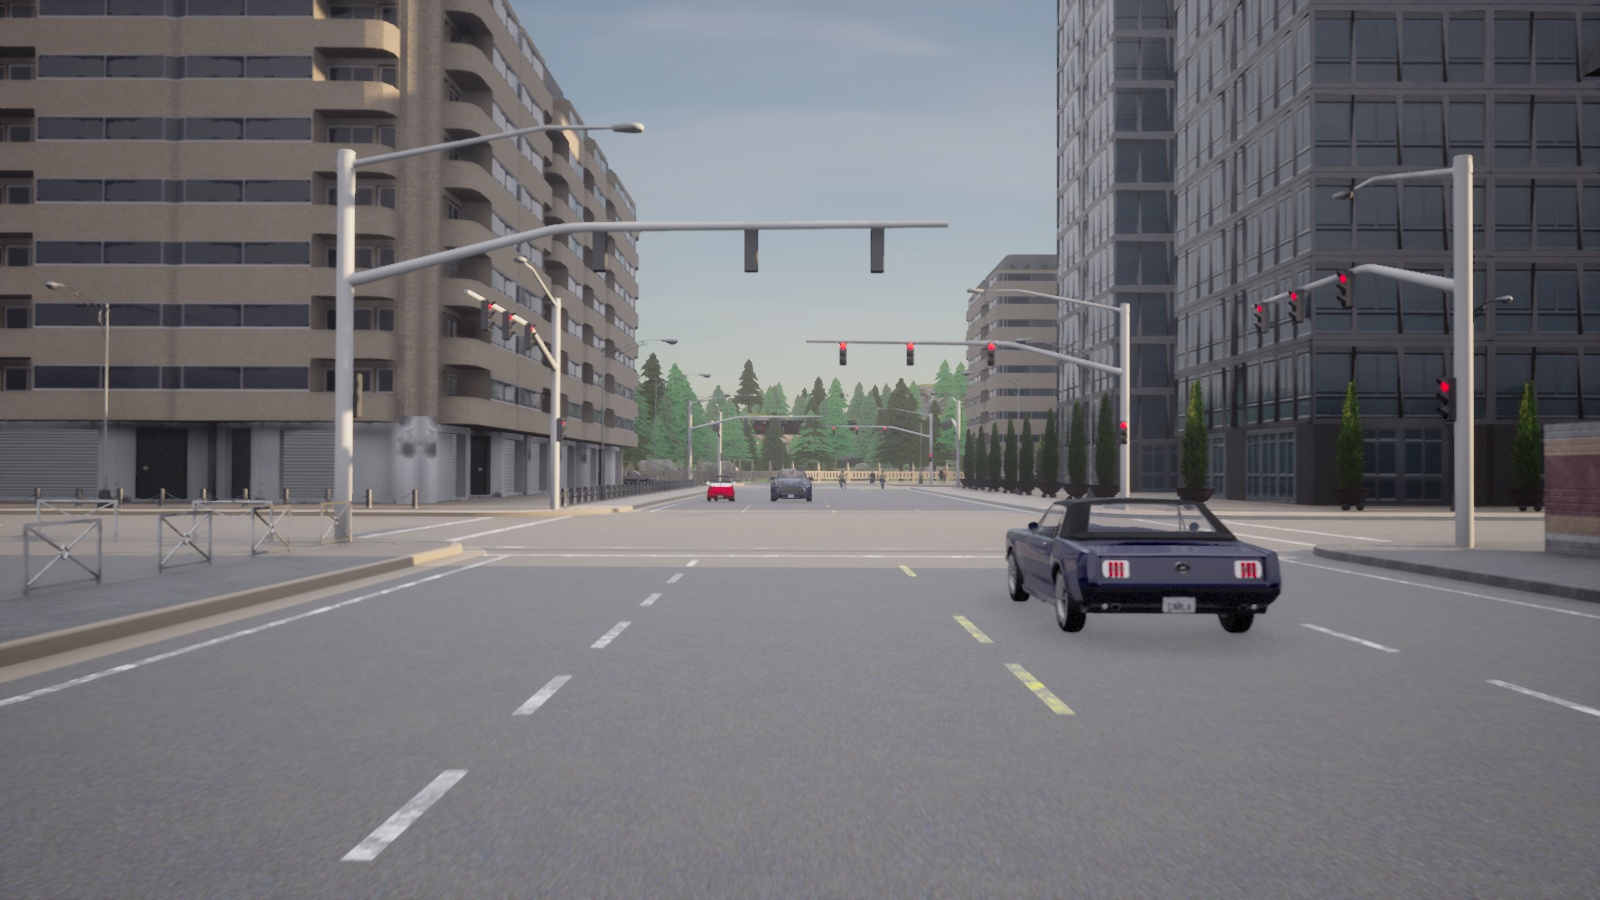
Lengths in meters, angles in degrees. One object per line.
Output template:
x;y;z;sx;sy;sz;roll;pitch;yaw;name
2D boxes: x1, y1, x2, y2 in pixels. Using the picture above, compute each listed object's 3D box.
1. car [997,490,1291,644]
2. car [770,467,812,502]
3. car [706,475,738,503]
3.466;1.130;13.657;1.895;1.301;4.718;0;-1;0;car
-0.416;1.757;64.641;2.097;1.767;4.553;0;-1;1;car
-3.928;1.945;63.308;1.481;1.376;2.207;0;-1;1;car
